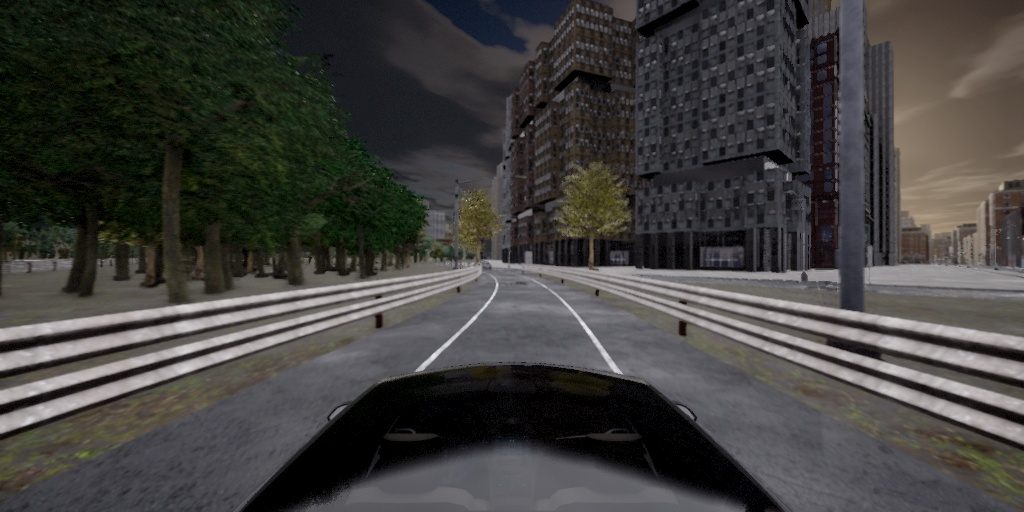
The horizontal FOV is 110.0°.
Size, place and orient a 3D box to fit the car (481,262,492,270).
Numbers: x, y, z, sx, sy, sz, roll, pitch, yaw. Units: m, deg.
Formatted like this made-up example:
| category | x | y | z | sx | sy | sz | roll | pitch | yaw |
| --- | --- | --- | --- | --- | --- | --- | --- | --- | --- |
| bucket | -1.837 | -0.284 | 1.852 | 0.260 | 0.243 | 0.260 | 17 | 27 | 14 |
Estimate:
| category | x | y | z | sx | sy | sz | roll | pitch | yaw |
| --- | --- | --- | --- | --- | --- | --- | --- | --- | --- |
| car | -4.927 | 1.758 | 64.462 | 2.128 | 1.511 | 4.902 | 0 | -1 | -16 |
